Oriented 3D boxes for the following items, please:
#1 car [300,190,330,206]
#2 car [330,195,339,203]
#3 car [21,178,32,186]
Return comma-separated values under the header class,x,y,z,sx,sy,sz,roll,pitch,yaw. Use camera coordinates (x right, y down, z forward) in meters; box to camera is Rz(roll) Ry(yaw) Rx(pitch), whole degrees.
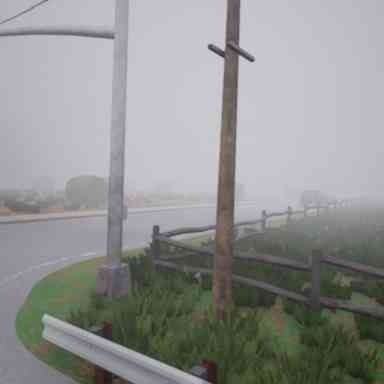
class,x,y,z,sx,sy,sz,roll,pitch,yaw
car,15.284,0.802,41.914,2.150,2.045,5.566,3,2,34
car,21.032,1.124,50.814,1.994,1.385,4.181,3,2,33
car,-39.316,-2.394,79.298,1.905,1.878,3.866,8,2,-13
